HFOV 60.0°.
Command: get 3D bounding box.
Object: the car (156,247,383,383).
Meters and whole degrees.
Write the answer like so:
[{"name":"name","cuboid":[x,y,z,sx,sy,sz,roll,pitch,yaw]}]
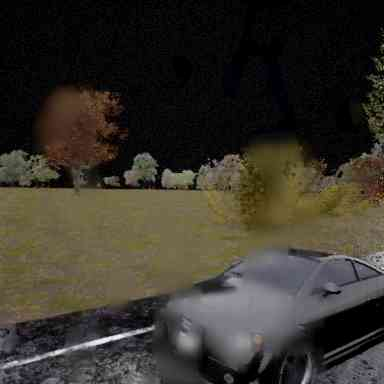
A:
[{"name":"car","cuboid":[1.564,1.602,5.108,4.181,1.385,1.994,1,0,-36]}]
